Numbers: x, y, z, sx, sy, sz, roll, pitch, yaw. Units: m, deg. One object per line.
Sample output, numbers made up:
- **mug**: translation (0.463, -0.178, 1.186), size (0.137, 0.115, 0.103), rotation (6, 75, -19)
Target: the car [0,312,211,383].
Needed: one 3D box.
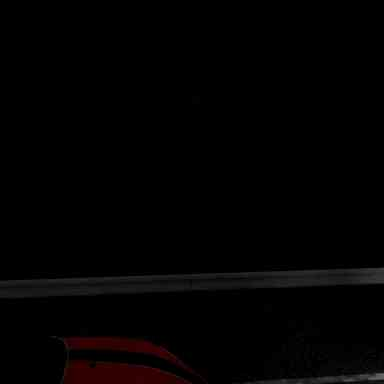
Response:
- **car**: translation (-1.874, 1.352, 1.640), size (4.553, 1.767, 2.097), rotation (0, 0, -6)
